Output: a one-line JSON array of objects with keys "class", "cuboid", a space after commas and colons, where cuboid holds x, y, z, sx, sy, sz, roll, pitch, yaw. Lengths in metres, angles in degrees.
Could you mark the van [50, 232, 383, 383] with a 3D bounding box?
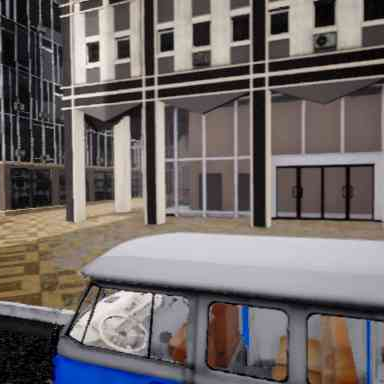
[{"class": "van", "cuboid": [0.936, 1.241, 2.262, 3.998, 1.788, 1.690, 0, 2, 20]}]
